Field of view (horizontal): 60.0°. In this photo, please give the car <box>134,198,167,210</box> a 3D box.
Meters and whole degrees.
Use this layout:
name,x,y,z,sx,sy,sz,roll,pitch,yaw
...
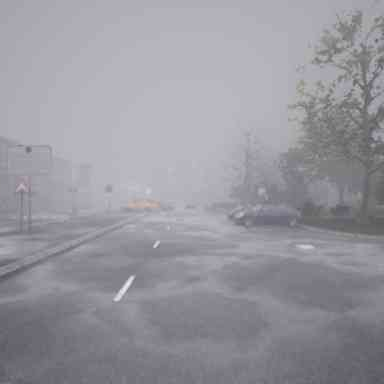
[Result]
name,x,y,z,sx,sy,sz,roll,pitch,yaw
car,-7.392,2.154,59.743,5.566,2.045,2.435,0,-2,-1

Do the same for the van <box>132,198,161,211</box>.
name,x,y,z,sx,sy,sz,roll,pitch,yaw
van,-7.251,1.976,53.554,4.442,1.987,1.878,0,-2,0

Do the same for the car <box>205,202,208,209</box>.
name,x,y,z,sx,sy,sz,roll,pitch,yaw
car,5.114,2.094,49.833,5.366,1.575,1.946,0,-1,0

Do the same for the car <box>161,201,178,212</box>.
name,x,y,z,sx,sy,sz,roll,pitch,yaw
car,-3.448,2.099,49.092,1.837,1.490,4.892,-1,-1,-2

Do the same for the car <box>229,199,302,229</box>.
name,x,y,z,sx,sy,sz,roll,pitch,yaw
car,5.145,1.552,23.078,4.553,1.767,2.185,0,-1,0

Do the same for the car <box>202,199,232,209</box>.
name,x,y,z,sx,sy,sz,roll,pitch,yaw
car,4.772,2.309,63.672,5.566,2.045,2.435,0,-2,-1

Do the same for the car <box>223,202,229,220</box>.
name,x,y,z,sx,sy,sz,roll,pitch,yaw
car,5.076,1.746,26.246,4.674,1.452,2.002,0,0,0

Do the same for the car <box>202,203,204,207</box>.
name,x,y,z,sx,sy,sz,roll,pitch,yaw
car,4.838,2.102,58.214,5.566,2.045,2.435,0,-2,-1

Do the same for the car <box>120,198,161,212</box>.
name,x,y,z,sx,sy,sz,roll,pitch,yaw
car,-7.507,2.033,47.593,5.366,1.575,1.946,0,-1,0

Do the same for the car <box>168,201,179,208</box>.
name,x,y,z,sx,sy,sz,roll,pitch,yaw
car,-3.565,2.418,65.504,1.994,1.385,4.181,0,-2,-1

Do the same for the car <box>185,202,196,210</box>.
name,x,y,z,sx,sy,sz,roll,pitch,yaw
car,-0.222,2.546,60.186,1.895,1.301,4.718,0,-2,0

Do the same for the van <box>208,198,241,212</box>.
name,x,y,z,sx,sy,sz,roll,pitch,yaw
van,4.833,1.800,47.043,4.442,1.987,1.878,0,-1,0
